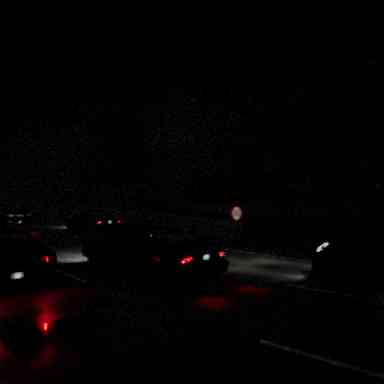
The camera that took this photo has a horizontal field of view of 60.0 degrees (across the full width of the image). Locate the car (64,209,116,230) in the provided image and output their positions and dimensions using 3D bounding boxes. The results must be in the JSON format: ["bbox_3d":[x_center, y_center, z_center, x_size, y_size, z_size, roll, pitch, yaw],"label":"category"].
[{"bbox_3d":[-6.355,1.790,21.114,2.033,1.411,5.357,1,-1,-40],"label":"car"}]

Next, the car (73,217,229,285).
[{"bbox_3d":[-1.390,1.711,10.143,2.033,1.411,5.357,1,-1,-44],"label":"car"}]

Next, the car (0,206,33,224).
[{"bbox_3d":[-12.452,1.688,22.925,2.128,1.511,4.902,1,0,-40],"label":"car"}]

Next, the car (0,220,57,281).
[{"bbox_3d":[-5.702,1.740,9.697,1.895,1.301,4.718,1,-1,-42],"label":"car"}]

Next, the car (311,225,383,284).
[{"bbox_3d":[5.544,1.511,8.638,4.553,1.767,2.097,-1,-1,37],"label":"car"}]
